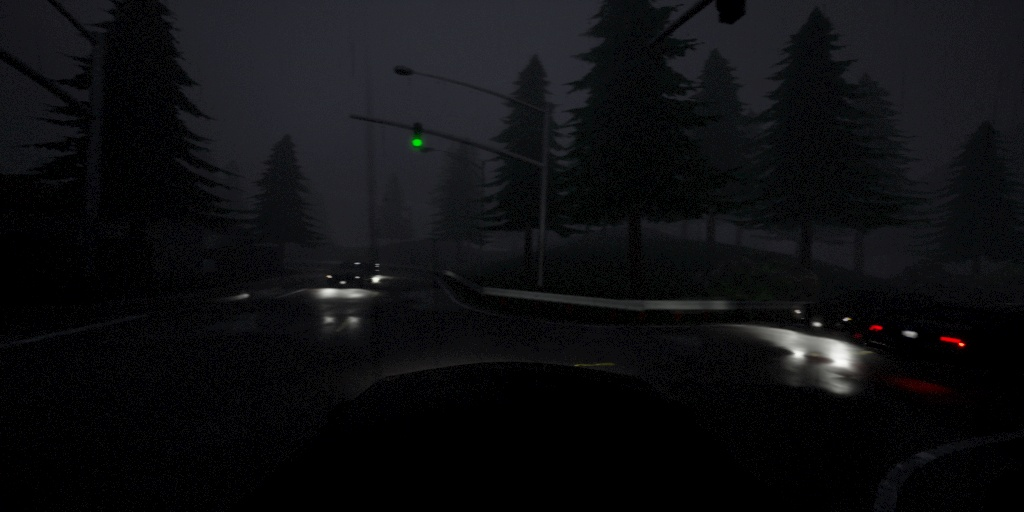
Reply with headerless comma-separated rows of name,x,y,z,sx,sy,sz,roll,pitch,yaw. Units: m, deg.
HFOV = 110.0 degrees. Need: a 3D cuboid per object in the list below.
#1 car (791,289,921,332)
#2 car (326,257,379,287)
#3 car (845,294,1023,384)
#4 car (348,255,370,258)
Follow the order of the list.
car,11.917,1.811,11.583,5.357,1.411,2.033,2,0,-14
car,-9.514,0.999,21.518,2.033,1.411,5.357,2,0,-13
car,10.596,1.745,7.754,5.357,1.411,2.033,2,0,-10
car,-13.345,0.691,31.573,2.097,1.767,4.553,2,0,-39
